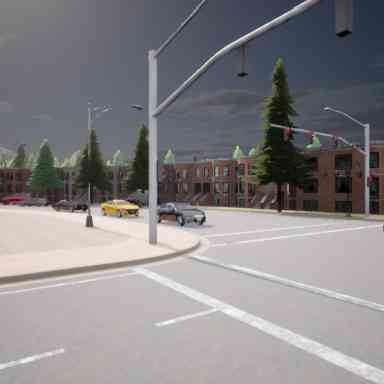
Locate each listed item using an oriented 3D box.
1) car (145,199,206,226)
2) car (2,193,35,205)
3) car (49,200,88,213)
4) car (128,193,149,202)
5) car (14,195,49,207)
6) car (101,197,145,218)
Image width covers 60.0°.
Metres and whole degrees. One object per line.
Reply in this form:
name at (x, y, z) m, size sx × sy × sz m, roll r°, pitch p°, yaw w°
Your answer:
car at (-0.978, 1.492, 23.340) m, size 2.128 × 1.511 × 4.902 m, roll 0°, pitch 0°, yaw -36°
car at (-28.975, 1.221, 55.963) m, size 5.566 × 2.045 × 2.150 m, roll 0°, pitch 0°, yaw 10°
car at (-13.904, 1.601, 37.963) m, size 4.718 × 1.301 × 1.895 m, roll 0°, pitch 0°, yaw 37°
car at (-7.752, 1.221, 46.748) m, size 5.566 × 2.045 × 2.150 m, roll 0°, pitch 0°, yaw 37°
car at (-24.113, 1.547, 51.176) m, size 5.357 × 1.411 × 2.033 m, roll 0°, pitch 0°, yaw 17°
car at (-6.732, 1.478, 30.902) m, size 1.882 × 1.535 × 5.008 m, roll 0°, pitch 0°, yaw -40°
